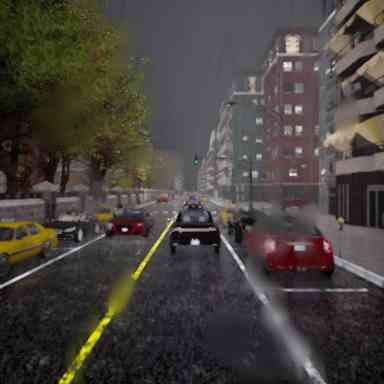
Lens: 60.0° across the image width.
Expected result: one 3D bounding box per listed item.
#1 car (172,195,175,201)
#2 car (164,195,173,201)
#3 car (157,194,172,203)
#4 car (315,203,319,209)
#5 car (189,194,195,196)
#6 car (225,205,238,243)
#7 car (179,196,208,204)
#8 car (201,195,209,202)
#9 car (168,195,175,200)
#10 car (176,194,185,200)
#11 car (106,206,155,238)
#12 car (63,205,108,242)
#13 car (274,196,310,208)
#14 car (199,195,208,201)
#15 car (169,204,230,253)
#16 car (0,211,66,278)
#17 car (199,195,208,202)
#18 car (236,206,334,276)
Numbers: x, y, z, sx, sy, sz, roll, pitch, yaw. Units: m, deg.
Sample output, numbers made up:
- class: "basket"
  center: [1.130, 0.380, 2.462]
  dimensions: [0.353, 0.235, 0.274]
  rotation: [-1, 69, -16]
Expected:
- class: "car"
  center: [-5.684, 1.347, 76.138]
  dimensions: [1.967, 1.590, 4.097]
  rotation: [0, 0, 0]
- class: "car"
  center: [-5.683, 1.448, 81.673]
  dimensions: [1.887, 1.381, 4.507]
  rotation: [0, 0, 0]
- class: "car"
  center: [-5.686, 1.229, 65.067]
  dimensions: [2.192, 1.841, 5.009]
  rotation: [0, 0, 0]
- class: "car"
  center: [20.312, 1.851, 48.507]
  dimensions: [4.507, 1.381, 1.887]
  rotation: [1, -1, 0]
- class: "car"
  center: [0.012, 1.423, 89.543]
  dimensions: [2.033, 1.411, 5.357]
  rotation: [0, 0, 0]
- class: "car"
  center: [2.692, 1.537, 15.870]
  dimensions: [1.947, 1.339, 4.313]
  rotation: [0, 0, 0]
- class: "car"
  center: [0.105, 1.443, 30.391]
  dimensions: [2.128, 1.511, 4.902]
  rotation: [0, 0, 0]
- class: "car"
  center: [2.696, 1.435, 70.772]
  dimensions: [1.752, 1.417, 4.829]
  rotation: [0, 0, 0]
- class: "car"
  center: [-5.682, 1.480, 92.743]
  dimensions: [1.802, 1.307, 4.206]
  rotation: [0, 0, 0]
- class: "car"
  center: [-2.989, 1.255, 87.505]
  dimensions: [2.097, 1.767, 4.553]
  rotation: [0, 0, 0]
- class: "car"
  center: [-3.089, 1.533, 17.232]
  dimensions: [1.994, 1.385, 4.181]
  rotation: [0, 0, 0]
- class: "car"
  center: [-5.688, 1.522, 15.870]
  dimensions: [2.008, 1.369, 4.403]
  rotation: [0, 0, 0]
- class: "car"
  center: [14.622, 1.518, 48.492]
  dimensions: [5.009, 1.841, 2.192]
  rotation: [1, -1, 0]
- class: "car"
  center: [2.697, 1.455, 81.673]
  dimensions: [2.008, 1.369, 4.403]
  rotation: [0, 0, 0]
- class: "car"
  center: [0.104, 1.468, 13.503]
  dimensions: [2.128, 1.511, 4.902]
  rotation: [0, 0, 0]
- class: "car"
  center: [-5.689, 1.506, 10.070]
  dimensions: [1.752, 1.417, 4.829]
  rotation: [0, 0, 0]
- class: "car"
  center: [2.697, 1.452, 76.137]
  dimensions: [1.887, 1.381, 4.507]
  rotation: [0, 0, 0]
- class: "car"
  center: [2.691, 1.421, 10.239]
  dimensions: [1.967, 1.590, 4.097]
  rotation: [0, 0, 0]
